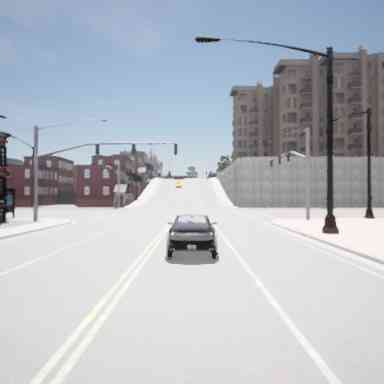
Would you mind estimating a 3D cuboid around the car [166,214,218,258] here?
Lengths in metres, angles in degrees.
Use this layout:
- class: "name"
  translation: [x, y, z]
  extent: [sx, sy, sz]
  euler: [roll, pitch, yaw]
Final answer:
- class: "car"
  translation: [0.010, 1.643, 13.481]
  extent: [2.128, 1.511, 4.902]
  euler: [0, 0, 0]

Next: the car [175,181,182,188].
- class: "car"
  translation: [-3.543, -2.053, 87.935]
  extent: [1.882, 1.535, 5.008]
  euler: [0, 12, 0]
